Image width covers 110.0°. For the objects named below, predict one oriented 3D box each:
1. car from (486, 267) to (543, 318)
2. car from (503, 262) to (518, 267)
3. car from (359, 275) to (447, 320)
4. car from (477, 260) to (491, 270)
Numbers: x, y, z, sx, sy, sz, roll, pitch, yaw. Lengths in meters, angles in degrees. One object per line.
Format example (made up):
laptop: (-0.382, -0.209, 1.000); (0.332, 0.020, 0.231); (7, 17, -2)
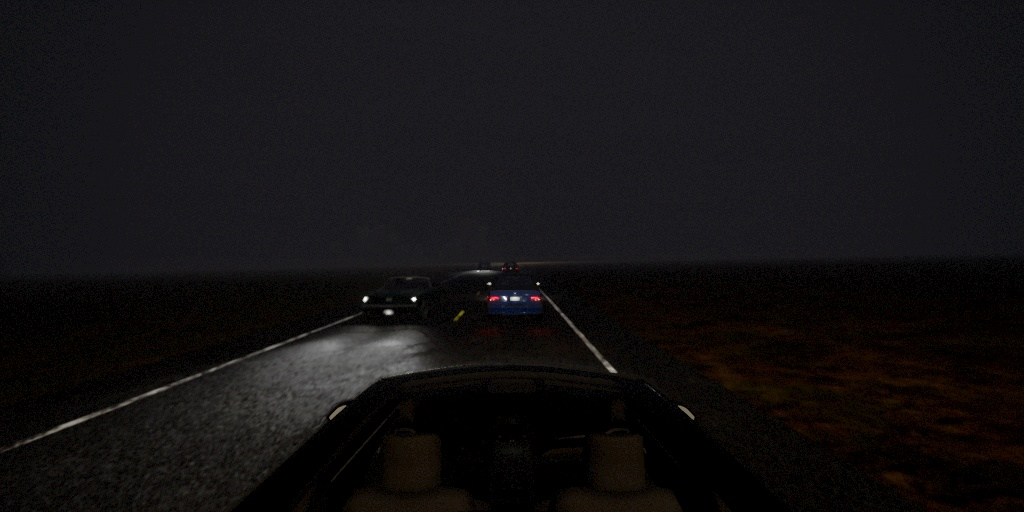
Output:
car: (0.074, 1.304, 13.015); (2.033, 1.411, 5.357); (0, 0, 0)
car: (-0.155, 1.333, 39.130); (2.033, 1.411, 5.357); (0, 0, -1)
car: (-3.626, 1.358, 12.758); (1.895, 1.301, 4.718); (0, 0, 0)
car: (-4.045, 1.299, 52.756); (2.128, 1.511, 4.902); (0, 0, -1)
